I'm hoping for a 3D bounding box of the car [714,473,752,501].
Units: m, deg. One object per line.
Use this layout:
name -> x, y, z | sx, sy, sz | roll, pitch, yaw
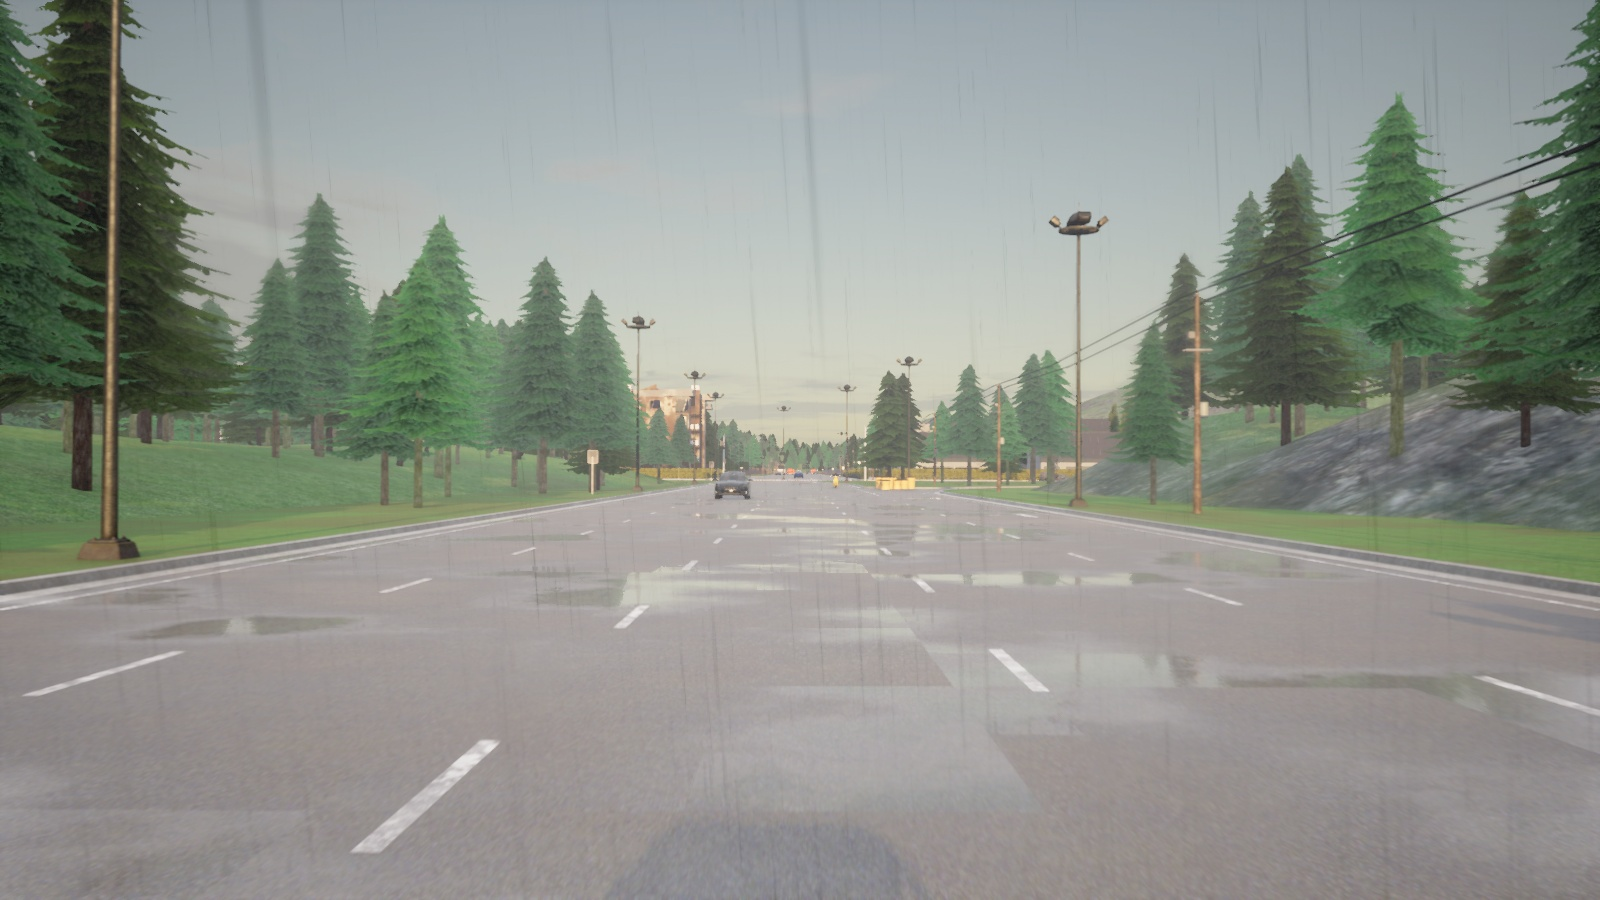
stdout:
car -> -3.663, 1.991, 69.103 | 1.837, 1.490, 4.892 | 0, -1, 0
